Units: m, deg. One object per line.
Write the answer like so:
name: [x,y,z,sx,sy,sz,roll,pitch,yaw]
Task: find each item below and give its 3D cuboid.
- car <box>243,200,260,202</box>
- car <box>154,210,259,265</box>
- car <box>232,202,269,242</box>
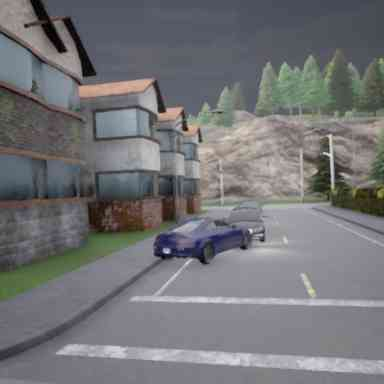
car: [4.786,1.413,26.828,1.882,1.535,5.008,-3,0,12]
car: [0.541,1.627,12.302,1.812,1.442,4.674,-3,-1,36]
car: [2.653,1.515,16.350,1.837,1.490,4.892,-3,0,12]
